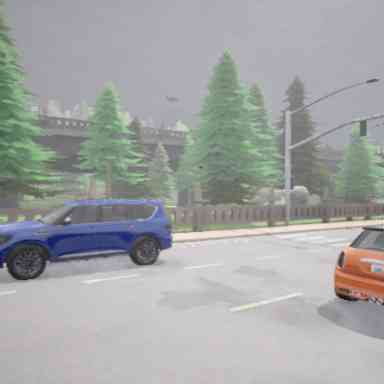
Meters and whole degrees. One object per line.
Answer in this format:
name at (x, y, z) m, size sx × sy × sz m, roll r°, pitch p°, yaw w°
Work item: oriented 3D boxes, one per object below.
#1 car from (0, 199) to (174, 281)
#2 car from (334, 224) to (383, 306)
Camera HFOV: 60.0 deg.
car at (-3.242, 1.245, 10.222) m, size 5.566 × 2.045 × 2.150 m, roll 1°, pitch 0°, yaw -33°
car at (5.163, 1.447, 7.173) m, size 4.553 × 1.767 × 2.097 m, roll 1°, pitch 0°, yaw -33°
